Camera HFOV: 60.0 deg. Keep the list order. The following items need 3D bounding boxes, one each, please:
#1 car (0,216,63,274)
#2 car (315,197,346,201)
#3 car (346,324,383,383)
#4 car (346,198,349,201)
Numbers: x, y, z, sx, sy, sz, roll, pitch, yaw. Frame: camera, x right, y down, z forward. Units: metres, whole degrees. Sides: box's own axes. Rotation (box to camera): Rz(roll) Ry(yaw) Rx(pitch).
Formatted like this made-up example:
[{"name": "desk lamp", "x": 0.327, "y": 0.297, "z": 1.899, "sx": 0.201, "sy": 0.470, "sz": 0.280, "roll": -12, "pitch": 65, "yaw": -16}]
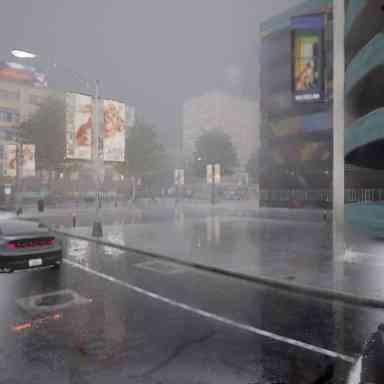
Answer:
[{"name": "car", "x": -5.528, "y": 1.495, "z": 10.004, "sx": 1.837, "sy": 1.490, "sz": 4.892, "roll": 0, "pitch": 0, "yaw": -43}, {"name": "car", "x": 17.394, "y": 1.307, "z": 42.573, "sx": 4.674, "sy": 1.452, "sz": 2.002, "roll": 0, "pitch": 0, "yaw": -42}, {"name": "car", "x": 3.367, "y": 1.602, "z": 1.703, "sx": 4.718, "sy": 1.301, "sz": 1.895, "roll": 0, "pitch": 0, "yaw": 34}, {"name": "car", "x": 23.629, "y": 1.398, "z": 53.837, "sx": 4.786, "sy": 1.482, "sz": 2.161, "roll": 0, "pitch": 0, "yaw": -42}]
